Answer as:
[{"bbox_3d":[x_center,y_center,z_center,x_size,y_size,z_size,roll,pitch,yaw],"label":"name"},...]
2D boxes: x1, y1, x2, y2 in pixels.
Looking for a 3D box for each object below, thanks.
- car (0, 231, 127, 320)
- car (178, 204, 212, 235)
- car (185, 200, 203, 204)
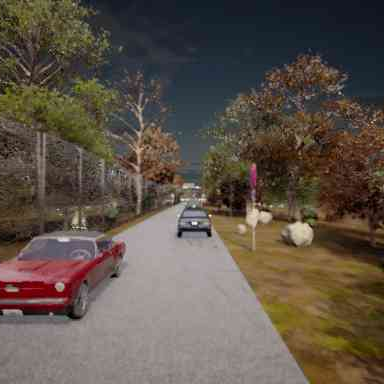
[{"bbox_3d":[-2.843,1.615,7.486,1.895,1.301,4.718,0,0,0],"label":"car"},{"bbox_3d":[0.136,1.641,19.197,2.033,1.411,5.357,0,-1,0],"label":"car"},{"bbox_3d":[0.226,1.688,40.107,2.097,1.767,4.553,0,-1,0],"label":"car"}]
